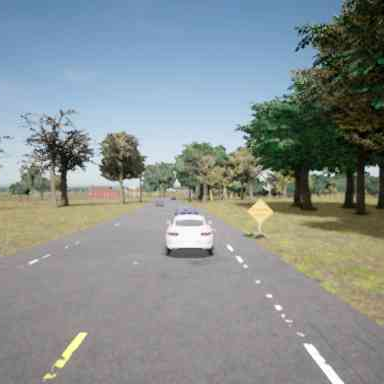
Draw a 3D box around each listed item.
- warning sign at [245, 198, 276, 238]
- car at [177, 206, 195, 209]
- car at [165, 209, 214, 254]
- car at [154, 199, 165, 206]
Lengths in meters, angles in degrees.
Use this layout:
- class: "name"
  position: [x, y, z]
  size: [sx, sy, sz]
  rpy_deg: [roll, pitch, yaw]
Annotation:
- class: "warning sign"
  position: [3.390, 1.260, 16.572]
  size: [1.300, 1.860, 1.060]
  rpy_deg: [1, 1, -1]
- class: "car"
  position: [-0.523, 1.844, 28.313]
  size: [1.895, 1.301, 4.718]
  rpy_deg: [0, 0, -2]
- class: "car"
  position: [-0.110, 1.649, 13.946]
  size: [1.812, 1.442, 4.674]
  rpy_deg: [0, 0, -1]
- class: "car"
  position: [-6.385, 2.081, 65.430]
  size: [2.033, 1.411, 5.357]
  rpy_deg: [0, 0, -5]
